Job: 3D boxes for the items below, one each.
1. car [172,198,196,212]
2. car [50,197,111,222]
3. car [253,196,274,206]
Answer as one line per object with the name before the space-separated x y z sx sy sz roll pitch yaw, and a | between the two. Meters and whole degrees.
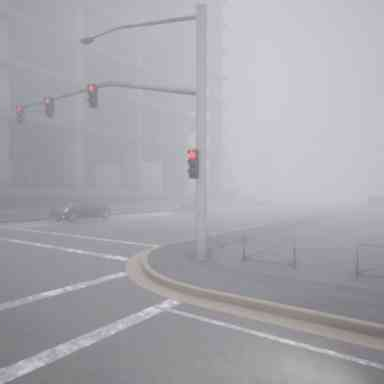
car | -0.204 1.415 37.209 2.128 1.511 4.902 0 0 35
car | -8.489 1.276 25.513 2.097 1.767 4.553 0 0 36
car | 11.621 1.409 53.753 1.882 1.535 5.008 0 0 35
